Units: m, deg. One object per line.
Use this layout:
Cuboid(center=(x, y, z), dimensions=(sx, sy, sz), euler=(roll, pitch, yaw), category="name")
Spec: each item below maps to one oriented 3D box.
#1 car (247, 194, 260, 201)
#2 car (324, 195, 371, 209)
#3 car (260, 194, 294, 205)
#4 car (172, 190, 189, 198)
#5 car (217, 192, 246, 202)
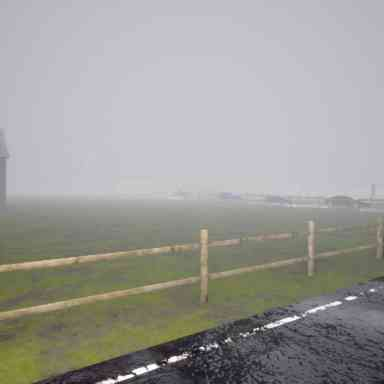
Cuboid(center=(9.997, 0.916, 55.241), dimensions=(1.895, 1.301, 4.718), euler=(0, 1, -36), category="car")
Cuboid(center=(17.711, 1.112, 38.062), dimensions=(1.882, 1.535, 5.008), euler=(0, 1, -35), category="car")
Cuboid(center=(11.996, 1.020, 46.096), dimensions=(1.994, 1.385, 4.181), euler=(0, 1, -34), category="car")
Cuboid(center=(-2.497, 0.439, 72.586), dimensions=(1.837, 1.490, 4.892), euler=(0, 1, -36), category="car")
Cuboid(center=(6.103, 0.751, 54.349), dimensions=(1.882, 1.535, 5.008), euler=(0, 1, -35), category="car")
